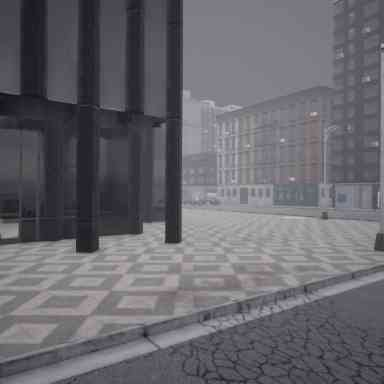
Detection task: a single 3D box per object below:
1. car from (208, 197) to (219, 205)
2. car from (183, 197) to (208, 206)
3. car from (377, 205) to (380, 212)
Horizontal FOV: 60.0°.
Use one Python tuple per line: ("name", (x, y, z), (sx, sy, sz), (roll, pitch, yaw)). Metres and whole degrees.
("car", (2.816, 1.640, 60.464), (1.837, 1.490, 4.892), (1, 0, -35))
("car", (0.257, 1.633, 58.506), (1.812, 1.442, 4.674), (1, 0, -35))
("car", (21.721, 1.556, 34.013), (1.882, 1.535, 5.008), (1, 0, -35))
